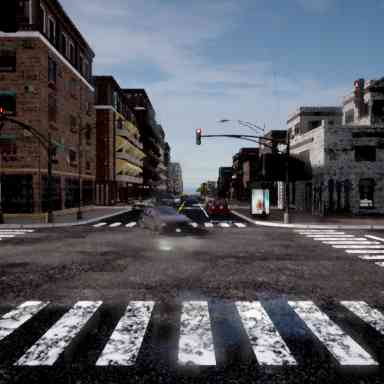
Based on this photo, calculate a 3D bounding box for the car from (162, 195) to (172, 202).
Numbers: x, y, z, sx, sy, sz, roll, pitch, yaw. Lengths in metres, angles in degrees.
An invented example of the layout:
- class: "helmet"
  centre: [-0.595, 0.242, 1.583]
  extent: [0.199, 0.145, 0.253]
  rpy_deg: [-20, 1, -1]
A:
- class: "car"
  centre: [-5.846, 1.497, 77.370]
  extent: [1.967, 1.590, 4.097]
  rpy_deg: [0, 0, 0]

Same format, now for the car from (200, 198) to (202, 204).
- class: "car"
  centre: [2.591, 1.571, 48.916]
  extent: [2.008, 1.369, 4.403]
  rpy_deg: [0, 0, 0]

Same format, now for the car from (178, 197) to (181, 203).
- class: "car"
  centre: [-3.147, 1.560, 62.089]
  extent: [1.812, 1.442, 4.674]
  rpy_deg: [0, 0, 0]

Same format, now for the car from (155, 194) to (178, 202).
- class: "car"
  centre: [-3.175, 1.235, 39.723]
  extent: [2.150, 2.045, 5.566]
  rpy_deg: [0, 0, 0]

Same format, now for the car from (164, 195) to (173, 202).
- class: "car"
  centre: [-5.855, 1.592, 82.897]
  extent: [1.752, 1.417, 4.829]
  rpy_deg: [-1, 0, 0]

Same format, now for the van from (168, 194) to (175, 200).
- class: "van"
  centre: [-5.879, 1.430, 94.460]
  extent: [1.690, 1.788, 3.998]
  rpy_deg: [-1, 0, 0]

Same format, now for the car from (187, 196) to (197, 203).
- class: "car"
  centre: [-0.045, 1.593, 70.279]
  extent: [2.033, 1.411, 5.357]
  rpy_deg: [0, 0, 0]

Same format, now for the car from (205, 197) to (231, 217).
- class: "car"
  centre: [2.623, 1.446, 31.825]
  extent: [1.967, 1.590, 4.097]
  rpy_deg: [0, 0, 0]

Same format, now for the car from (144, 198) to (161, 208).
- class: "car"
  centre: [-5.789, 1.571, 48.888]
  extent: [2.008, 1.369, 4.403]
  rpy_deg: [0, 0, 0]

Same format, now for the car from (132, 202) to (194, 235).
- class: "car"
  centre: [-1.687, 1.515, 19.030]
  extent: [2.033, 1.411, 5.357]
  rpy_deg: [0, 0, -22]

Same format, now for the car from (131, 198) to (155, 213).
- class: "car"
  centre: [-5.767, 1.561, 37.494]
  extent: [2.008, 1.369, 4.403]
  rpy_deg: [0, 0, 0]

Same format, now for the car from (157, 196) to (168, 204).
- class: "car"
  centre: [-5.822, 1.565, 65.807]
  extent: [1.752, 1.417, 4.829]
  rpy_deg: [0, 0, 0]

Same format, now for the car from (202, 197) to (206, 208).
- class: "car"
  centre: [2.602, 1.597, 43.219]
  extent: [1.802, 1.307, 4.206]
  rpy_deg: [0, 0, 0]

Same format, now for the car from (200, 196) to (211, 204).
- class: "car"
  centre: [2.559, 1.591, 66.006]
  extent: [2.008, 1.369, 4.403]
  rpy_deg: [-1, 0, 0]
